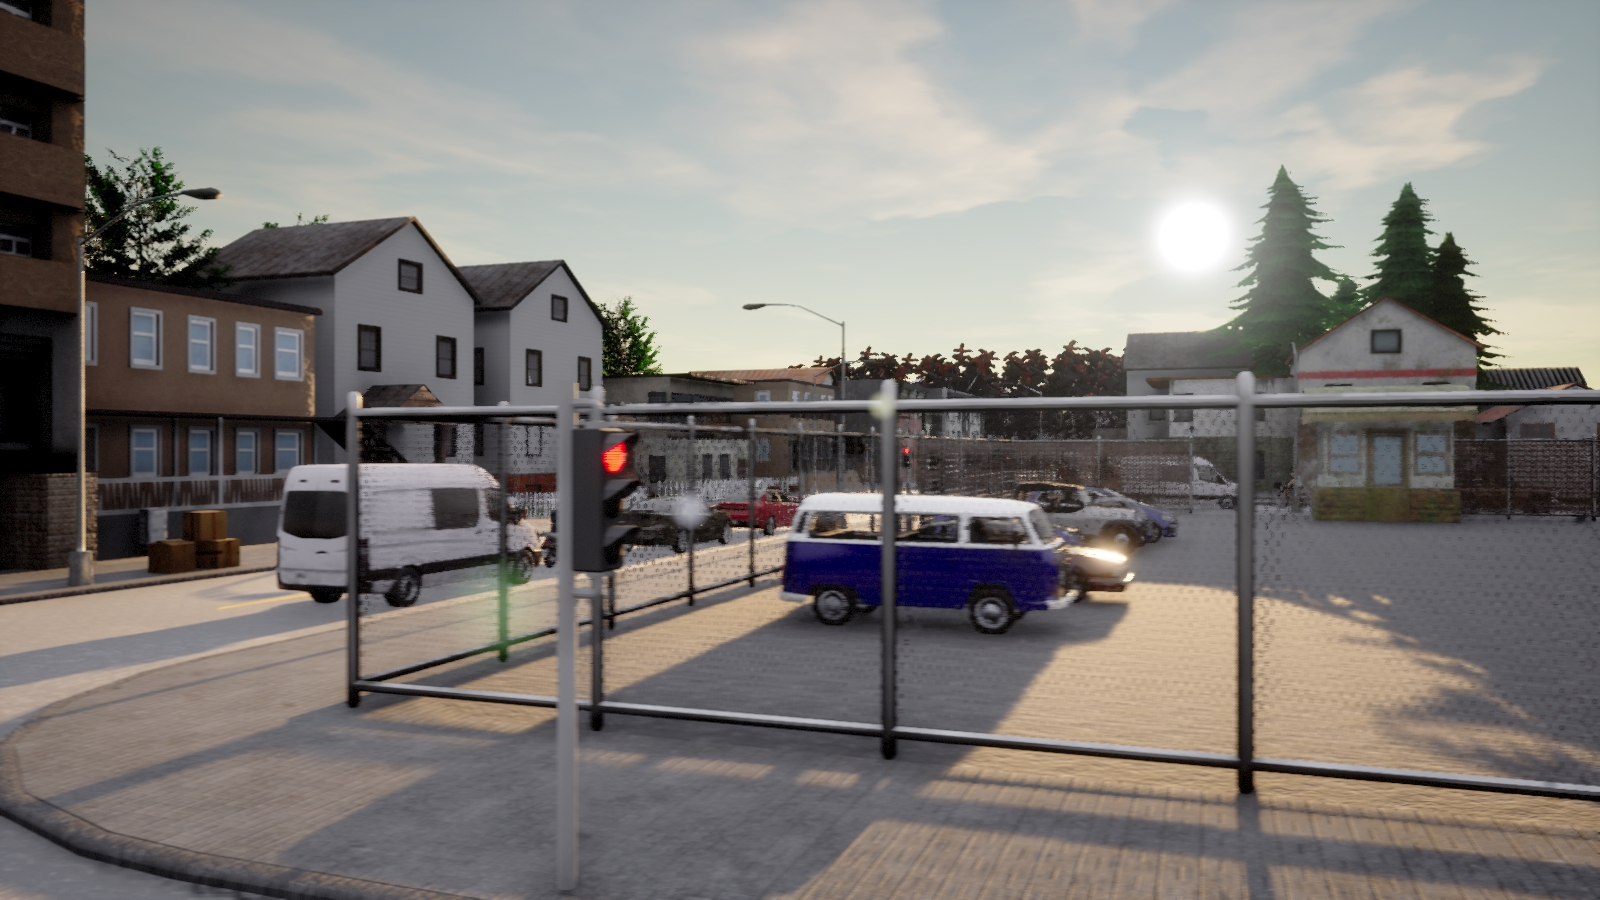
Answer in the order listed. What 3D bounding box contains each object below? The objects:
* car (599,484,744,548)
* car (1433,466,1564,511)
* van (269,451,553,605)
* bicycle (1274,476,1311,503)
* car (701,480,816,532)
[{"bbox_3d":[-3.557,1.814,32.672,2.097,1.535,5.006,0,0,20],"label":"car"},{"bbox_3d":[30.404,1.644,49.885,4.605,1.855,1.932,0,0,21],"label":"car"},{"bbox_3d":[-7.304,1.315,22.346,1.988,2.561,5.915,0,0,20],"label":"van"},{"bbox_3d":[24.222,1.936,56.221,1.643,1.296,0.373,0,0,20],"label":"bicycle"},{"bbox_3d":[-1.313,1.841,38.863,2.231,1.480,4.892,0,0,20],"label":"car"}]
